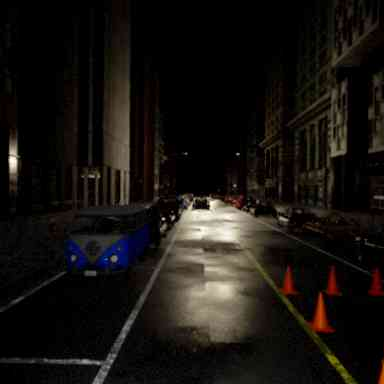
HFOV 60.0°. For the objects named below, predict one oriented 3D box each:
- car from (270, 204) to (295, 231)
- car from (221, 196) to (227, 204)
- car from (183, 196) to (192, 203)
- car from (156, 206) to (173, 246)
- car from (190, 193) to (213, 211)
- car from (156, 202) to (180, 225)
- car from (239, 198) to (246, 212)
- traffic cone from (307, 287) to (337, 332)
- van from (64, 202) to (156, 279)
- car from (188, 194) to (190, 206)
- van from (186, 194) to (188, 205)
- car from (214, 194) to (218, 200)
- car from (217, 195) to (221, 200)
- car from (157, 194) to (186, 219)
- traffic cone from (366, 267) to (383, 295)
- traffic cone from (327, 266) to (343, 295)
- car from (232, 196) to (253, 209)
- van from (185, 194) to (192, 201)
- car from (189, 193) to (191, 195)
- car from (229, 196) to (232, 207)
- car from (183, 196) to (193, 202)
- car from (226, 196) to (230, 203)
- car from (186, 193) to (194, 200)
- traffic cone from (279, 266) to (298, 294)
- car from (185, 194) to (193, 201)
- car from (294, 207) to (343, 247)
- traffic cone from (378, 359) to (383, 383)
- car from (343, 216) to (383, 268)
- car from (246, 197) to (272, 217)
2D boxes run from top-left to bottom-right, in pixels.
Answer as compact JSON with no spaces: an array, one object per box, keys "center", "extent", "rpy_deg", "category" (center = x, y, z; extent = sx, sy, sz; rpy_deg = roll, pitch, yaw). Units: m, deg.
[{"center":[6.495,1.628,20.735],"extent":[2.008,1.369,4.403],"rpy_deg":[0,0,1],"category":"car"},{"center":[7.381,1.536,65.816],"extent":[1.967,1.590,4.097],"rpy_deg":[0,0,1],"category":"car"},{"center":[-1.036,1.527,71.442],"extent":[1.752,1.417,4.829],"rpy_deg":[0,0,1],"category":"car"},{"center":[-2.138,1.544,15.256],"extent":[1.947,1.339,4.313],"rpy_deg":[0,0,1],"category":"car"},{"center":[1.120,1.371,40.271],"extent":[2.097,1.767,4.553],"rpy_deg":[1,0,1],"category":"car"},{"center":[-2.028,1.546,20.892],"extent":[1.947,1.339,4.313],"rpy_deg":[0,0,1],"category":"car"},{"center":[6.827,1.650,37.641],"extent":[1.947,1.339,4.313],"rpy_deg":[0,0,1],"category":"car"},{"center":[2.158,1.981,5.588],"extent":[0.340,0.580,0.340],"rpy_deg":[1,0,1],"category":"traffic cone"},{"center":[-2.247,1.317,9.620],"extent":[1.690,1.788,3.998],"rpy_deg":[0,0,1],"category":"van"},{"center":[-1.584,1.429,43.434],"extent":[1.967,1.590,4.097],"rpy_deg":[0,0,1],"category":"car"},{"center":[-1.694,1.328,37.799],"extent":[1.690,1.788,3.998],"rpy_deg":[0,0,1],"category":"van"},{"center":[7.932,1.700,93.993],"extent":[1.802,1.307,4.206],"rpy_deg":[0,0,1],"category":"car"},{"center":[7.601,1.669,77.087],"extent":[1.947,1.339,4.313],"rpy_deg":[0,0,1],"category":"car"},{"center":[-1.915,1.297,26.527],"extent":[2.192,1.841,5.009],"rpy_deg":[0,0,1],"category":"car"},{"center":[4.197,2.004,7.548],"extent":[0.340,0.580,0.340],"rpy_deg":[1,0,1],"category":"traffic cone"},{"center":[3.197,1.993,7.568],"extent":[0.340,0.580,0.340],"rpy_deg":[1,0,1],"category":"traffic cone"},{"center":[6.940,1.401,43.276],"extent":[2.192,1.841,5.009],"rpy_deg":[0,0,1],"category":"car"},{"center":[-0.810,1.351,82.883],"extent":[1.690,1.788,3.998],"rpy_deg":[0,0,1],"category":"van"},{"center":[-1.363,1.434,54.706],"extent":[1.967,1.590,4.097],"rpy_deg":[0,0,1],"category":"car"},{"center":[7.048,1.633,48.912],"extent":[1.887,1.381,4.507],"rpy_deg":[0,0,1],"category":"car"},{"center":[-0.922,1.556,77.247],"extent":[2.008,1.369,4.403],"rpy_deg":[0,0,1],"category":"car"},{"center":[7.159,1.657,54.547],"extent":[1.947,1.339,4.313],"rpy_deg":[0,0,1],"category":"car"},{"center":[-0.589,1.335,94.154],"extent":[2.192,1.841,5.009],"rpy_deg":[0,0,1],"category":"car"},{"center":[2.197,1.982,7.587],"extent":[0.340,0.580,0.340],"rpy_deg":[1,0,1],"category":"traffic cone"},{"center":[-0.700,1.455,88.518],"extent":[1.967,1.590,4.097],"rpy_deg":[0,0,1],"category":"car"},{"center":[6.388,1.601,15.270],"extent":[1.752,1.417,4.829],"rpy_deg":[0,0,1],"category":"car"},{"center":[2.119,1.980,3.588],"extent":[0.340,0.580,0.340],"rpy_deg":[1,0,1],"category":"traffic cone"},{"center":[6.275,1.513,9.465],"extent":[1.967,1.590,4.097],"rpy_deg":[0,0,1],"category":"car"},{"center":[6.717,1.522,32.005],"extent":[1.967,1.590,4.097],"rpy_deg":[0,0,1],"category":"car"}]
